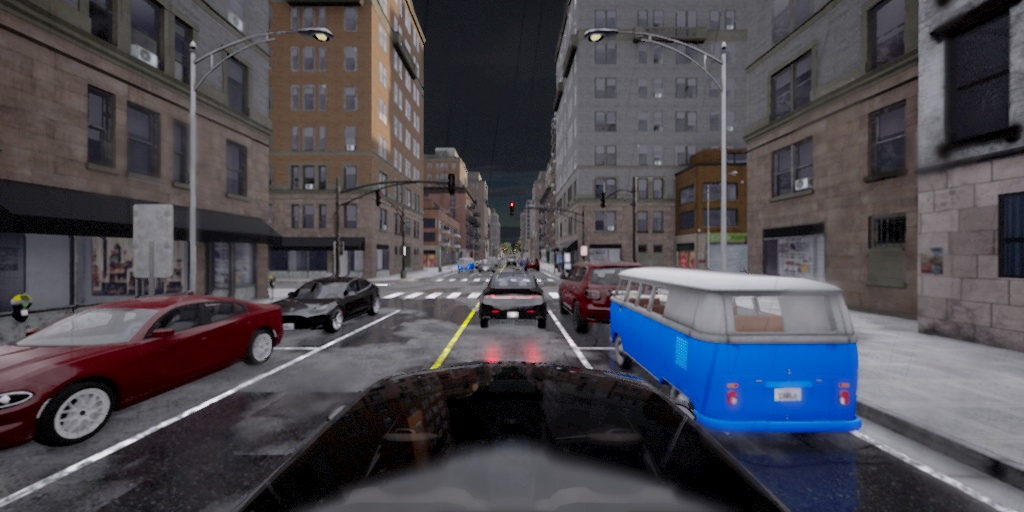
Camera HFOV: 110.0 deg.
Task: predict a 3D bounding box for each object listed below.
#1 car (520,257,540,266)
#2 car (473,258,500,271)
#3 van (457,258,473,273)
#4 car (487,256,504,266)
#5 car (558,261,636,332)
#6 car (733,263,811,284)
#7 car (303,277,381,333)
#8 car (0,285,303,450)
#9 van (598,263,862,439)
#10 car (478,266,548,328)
[{"bbox_3d":[2.645,1.072,48.162,2.192,1.841,5.009,0,0,0],"label":"car"},{"bbox_3d":[-2.895,1.249,41.828,2.128,1.511,4.902,0,0,0],"label":"car"},{"bbox_3d":[-5.460,1.098,42.743,1.690,1.789,3.998,0,0,0],"label":"van"},{"bbox_3d":[-2.898,1.109,58.196,2.097,1.767,4.553,0,0,0],"label":"car"},{"bbox_3d":[2.630,1.067,10.791,2.192,1.841,5.009,0,0,0],"label":"car"},{"bbox_3d":[18.517,1.232,25.692,4.181,1.385,1.994,0,0,0],"label":"car"},{"bbox_3d":[-5.395,1.318,10.779,1.948,1.339,4.313,0,0,0],"label":"car"},{"bbox_3d":[-5.387,1.296,5.268,1.888,1.381,4.507,0,0,0],"label":"car"},{"bbox_3d":[2.638,1.092,5.279,1.690,1.789,3.998,0,0,0],"label":"van"},{"bbox_3d":[0.038,1.244,11.327,2.128,1.511,4.902,0,0,0],"label":"car"}]
